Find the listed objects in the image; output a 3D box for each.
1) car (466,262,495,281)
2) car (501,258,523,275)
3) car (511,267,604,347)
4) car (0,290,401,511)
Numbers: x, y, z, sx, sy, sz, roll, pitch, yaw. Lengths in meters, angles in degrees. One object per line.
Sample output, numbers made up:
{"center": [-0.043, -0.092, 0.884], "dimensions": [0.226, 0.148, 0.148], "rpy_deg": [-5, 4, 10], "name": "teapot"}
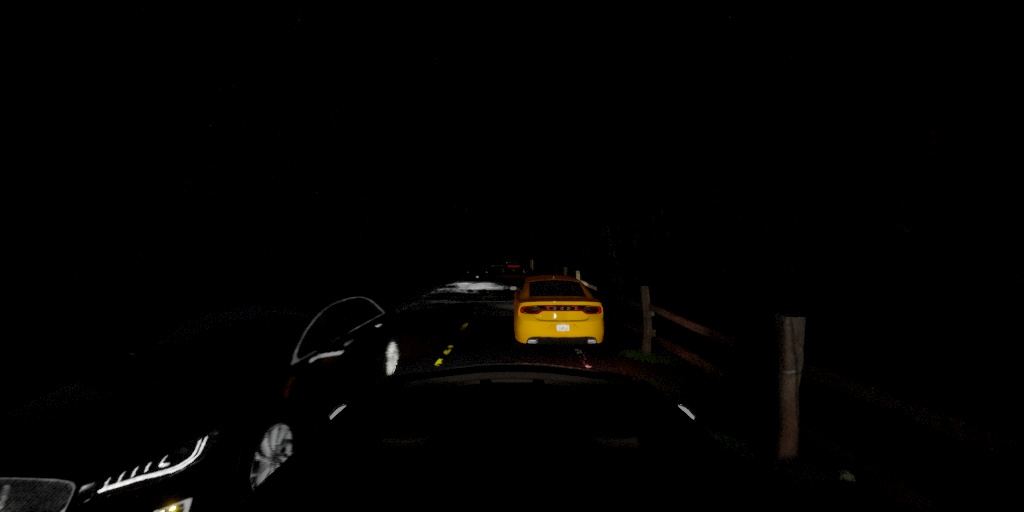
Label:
{"center": [-2.676, 1.334, 30.034], "dimensions": [1.895, 1.301, 4.718], "rpy_deg": [0, 0, 0], "name": "car"}
{"center": [0.175, 1.216, 38.330], "dimensions": [2.128, 1.511, 4.902], "rpy_deg": [0, 0, 0], "name": "car"}
{"center": [0.985, 1.227, 9.357], "dimensions": [1.882, 1.535, 5.008], "rpy_deg": [0, 0, 0], "name": "car"}
{"center": [-2.841, 1.255, 4.401], "dimensions": [1.837, 1.490, 4.892], "rpy_deg": [0, 0, 0], "name": "car"}
